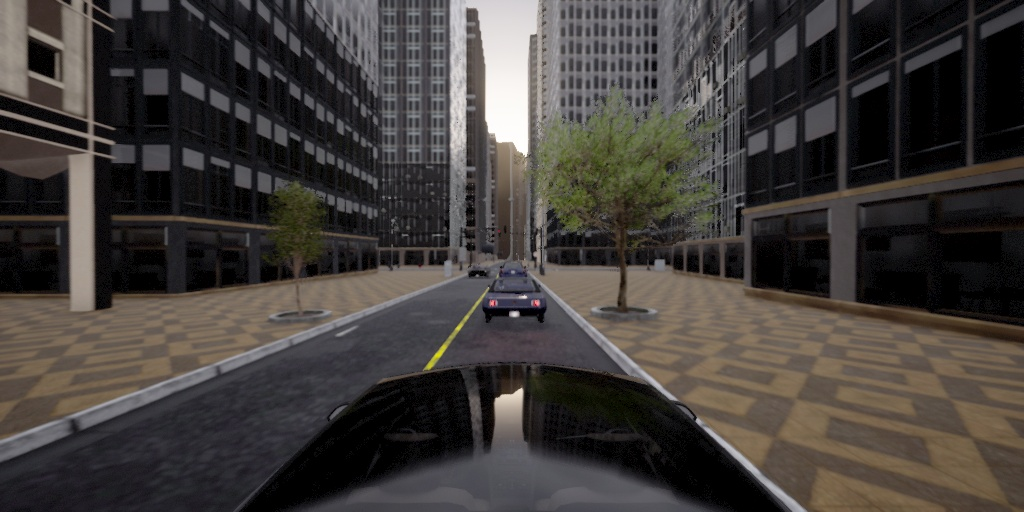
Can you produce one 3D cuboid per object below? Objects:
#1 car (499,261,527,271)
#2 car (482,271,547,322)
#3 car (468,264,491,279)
[{"bbox_3d":[0.086,1.183,28.065,2.097,1.767,4.553,0,0,0],"label":"car"},{"bbox_3d":[0.084,1.381,12.466,1.895,1.301,4.718,0,0,0],"label":"car"},{"bbox_3d":[-3.076,1.452,34.295,1.895,1.301,4.718,0,0,0],"label":"car"}]
